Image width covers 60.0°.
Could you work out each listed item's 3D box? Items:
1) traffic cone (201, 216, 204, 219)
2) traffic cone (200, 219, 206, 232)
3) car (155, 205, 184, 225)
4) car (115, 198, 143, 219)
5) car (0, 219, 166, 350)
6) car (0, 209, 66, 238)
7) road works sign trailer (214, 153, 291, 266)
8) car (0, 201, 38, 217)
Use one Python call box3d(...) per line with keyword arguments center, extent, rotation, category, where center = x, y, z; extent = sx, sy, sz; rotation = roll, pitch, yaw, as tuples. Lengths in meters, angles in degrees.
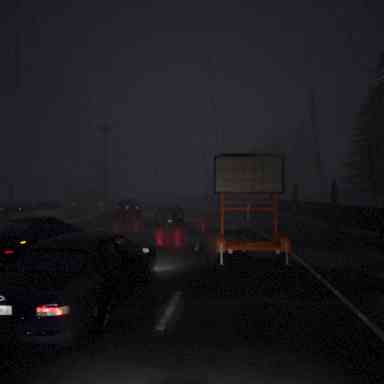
box3d(center=(0.676, 1.951, 20.626), extent=(0.340, 0.580, 0.340), rotation=(0, 0, 1), category="traffic cone")
box3d(center=(0.629, 1.951, 18.626), extent=(0.340, 0.580, 0.340), rotation=(0, 0, 1), category="traffic cone")
box3d(center=(-1.568, 1.595, 23.930), extent=(1.895, 1.301, 4.718), rotation=(0, 0, -3), category="car")
box3d(center=(-5.478, 1.344, 29.268), extent=(2.097, 1.767, 4.553), rotation=(0, 0, -5), category="car")
box3d(center=(-2.119, 1.544, 6.706), extent=(2.033, 1.411, 5.357), rotation=(0, 0, 7), category="car")
box3d(center=(-5.253, 1.522, 11.290), extent=(1.812, 1.442, 4.674), rotation=(0, 0, 5), category="car")
box3d(center=(1.953, 0.462, 11.593), extent=(2.380, 3.560, 2.880), rotation=(0, 0, 1), category="road works sign trailer")
box3d(center=(-16.500, 1.589, 31.934), extent=(1.895, 1.301, 4.718), rotation=(0, 0, -8), category="car")
